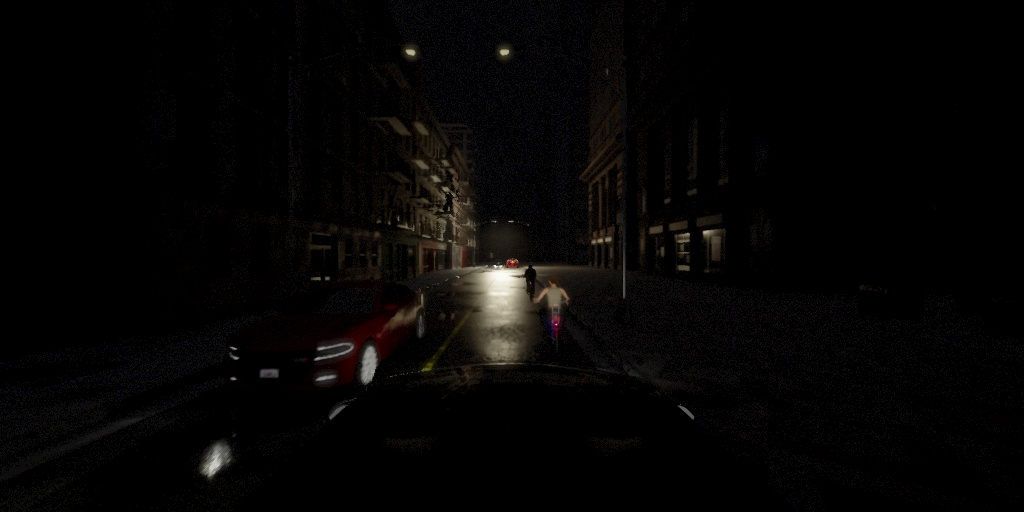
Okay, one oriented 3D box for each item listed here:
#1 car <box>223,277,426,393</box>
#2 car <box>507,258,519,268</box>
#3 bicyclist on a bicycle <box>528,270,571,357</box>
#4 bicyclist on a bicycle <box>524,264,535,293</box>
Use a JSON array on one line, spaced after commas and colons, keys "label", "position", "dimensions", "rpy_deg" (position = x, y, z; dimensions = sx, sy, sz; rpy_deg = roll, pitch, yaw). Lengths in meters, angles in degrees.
[{"label": "car", "position": [-3.100, 1.227, 7.077], "dimensions": [1.882, 1.535, 5.008], "rpy_deg": [0, 0, 0]}, {"label": "car", "position": [0.101, 1.181, 63.922], "dimensions": [2.097, 1.767, 4.553], "rpy_deg": [0, 0, 0]}, {"label": "bicyclist on a bicycle", "position": [0.864, 1.186, 7.581], "dimensions": [0.866, 1.612, 1.509], "rpy_deg": [0, 0, 0]}, {"label": "bicyclist on a bicycle", "position": [0.827, 1.204, 15.923], "dimensions": [0.582, 1.620, 1.656], "rpy_deg": [0, 0, 0]}]
